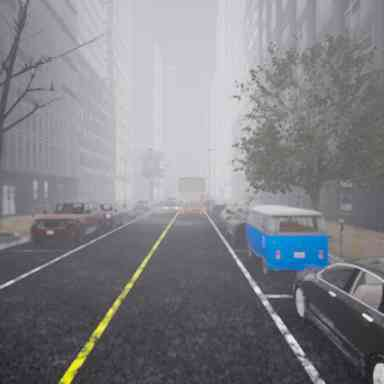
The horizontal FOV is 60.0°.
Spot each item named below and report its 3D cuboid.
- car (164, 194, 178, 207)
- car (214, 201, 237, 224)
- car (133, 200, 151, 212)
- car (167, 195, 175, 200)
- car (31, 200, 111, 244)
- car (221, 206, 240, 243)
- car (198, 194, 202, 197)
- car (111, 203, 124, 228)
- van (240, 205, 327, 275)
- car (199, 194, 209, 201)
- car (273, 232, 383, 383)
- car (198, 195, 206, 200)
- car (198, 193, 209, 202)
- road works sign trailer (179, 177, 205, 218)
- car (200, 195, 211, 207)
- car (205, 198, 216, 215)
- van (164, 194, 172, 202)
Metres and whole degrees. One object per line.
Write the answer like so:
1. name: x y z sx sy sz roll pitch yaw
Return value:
1. car: -3.087 1.482 50.537 1.837 1.490 4.892 0 1 0
2. car: 2.683 1.519 21.733 1.752 1.417 4.829 0 0 0
3. car: -5.699 1.569 38.661 1.802 1.307 4.206 0 0 0
4. car: -5.705 1.489 89.941 2.008 1.369 4.403 0 0 0
5. car: -5.698 1.311 15.869 2.192 1.841 5.009 0 0 0
6. car: 2.684 1.562 15.865 1.947 1.339 4.313 0 0 0
7. car: 2.676 1.280 67.147 2.192 1.841 5.009 0 0 0
8. car: -5.698 1.434 21.567 1.967 1.590 4.097 0 0 0
9. van: 2.683 1.339 10.166 1.690 1.788 3.998 0 0 0
10. car: 2.679 1.520 55.750 1.887 1.381 4.507 0 0 0
11. car: 2.685 1.550 4.468 2.008 1.369 4.403 0 0 0
12. car: 2.675 1.483 89.939 1.887 1.381 4.507 0 0 0
13. car: 2.675 1.268 78.543 2.192 1.841 5.009 0 0 0
14. road works sign trailer: -0.005 0.455 30.244 2.380 3.560 2.880 0 0 0
15. car: 2.679 1.546 50.052 1.947 1.339 4.313 0 0 0
16. car: 2.682 1.540 32.957 2.008 1.369 4.403 0 0 0
17. van: -5.706 1.294 78.547 1.690 1.788 3.998 0 0 0
